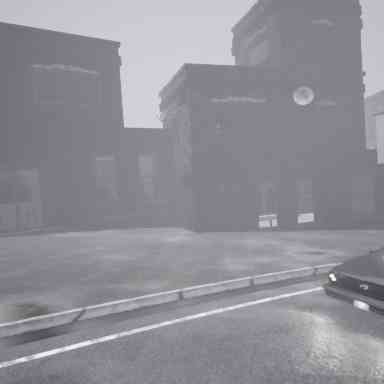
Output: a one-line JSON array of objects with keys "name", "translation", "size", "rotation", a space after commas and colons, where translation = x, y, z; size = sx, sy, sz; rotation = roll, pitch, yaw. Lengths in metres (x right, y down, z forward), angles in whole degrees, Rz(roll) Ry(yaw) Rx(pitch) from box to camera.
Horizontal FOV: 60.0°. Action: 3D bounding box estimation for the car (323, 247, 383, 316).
[{"name": "car", "translation": [5.232, 1.501, 6.771], "size": [5.357, 1.411, 2.033], "rotation": [0, 1, -26]}]
